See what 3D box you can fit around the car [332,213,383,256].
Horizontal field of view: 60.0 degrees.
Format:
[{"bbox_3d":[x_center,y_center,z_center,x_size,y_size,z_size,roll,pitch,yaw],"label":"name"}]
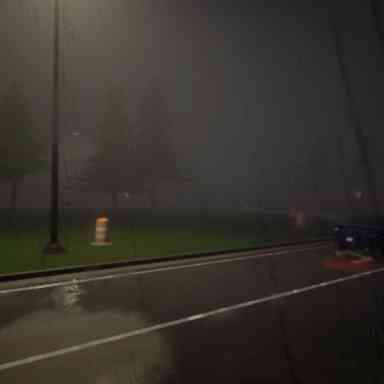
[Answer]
[{"bbox_3d":[7.890,1.634,13.890,5.008,1.535,1.882,0,0,-36],"label":"car"}]
